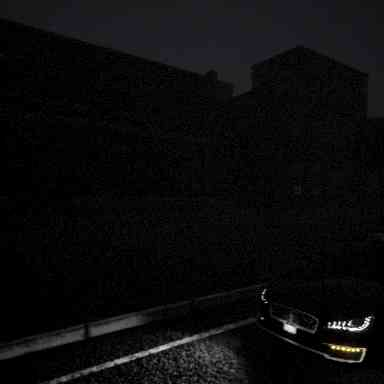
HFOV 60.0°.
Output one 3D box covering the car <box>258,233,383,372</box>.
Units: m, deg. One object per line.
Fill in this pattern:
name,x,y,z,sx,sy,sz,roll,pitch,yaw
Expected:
car,3.236,1.519,5.690,4.892,1.490,1.837,0,0,-36
